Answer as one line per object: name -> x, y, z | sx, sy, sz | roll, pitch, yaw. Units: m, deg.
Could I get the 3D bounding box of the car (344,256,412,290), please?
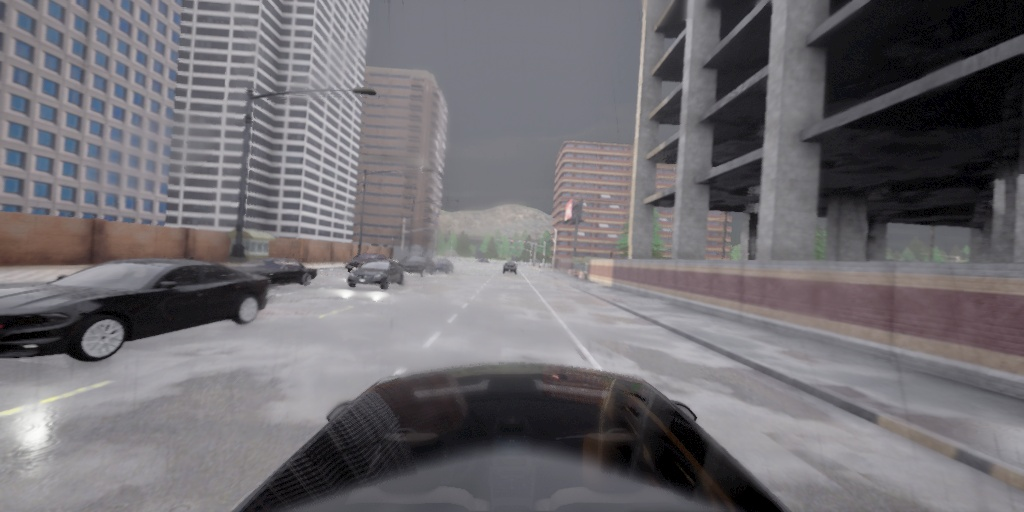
car -> -7.185, 0.929, 19.533 | 1.812, 1.442, 4.674 | 4, -1, 0

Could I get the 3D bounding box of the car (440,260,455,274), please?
car -> -7.225, 1.094, 37.523 | 2.033, 1.411, 5.357 | 4, 0, 0

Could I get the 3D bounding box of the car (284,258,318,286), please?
car -> -10.671, 0.737, 15.789 | 1.895, 1.301, 4.718 | 4, 0, 0

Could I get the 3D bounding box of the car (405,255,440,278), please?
car -> -7.121, 0.663, 27.060 | 1.882, 1.535, 5.008 | 4, 0, 0

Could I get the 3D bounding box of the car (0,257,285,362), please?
car -> -7.116, 0.785, 7.078 | 1.882, 1.535, 5.008 | 4, 0, 0

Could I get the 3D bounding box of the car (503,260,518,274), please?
car -> -0.289, 1.612, 48.919 | 1.837, 1.490, 4.892 | 4, -1, 0

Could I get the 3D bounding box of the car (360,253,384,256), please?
car -> -10.617, 0.488, 27.040 | 2.033, 1.411, 5.357 | 4, 0, 0
